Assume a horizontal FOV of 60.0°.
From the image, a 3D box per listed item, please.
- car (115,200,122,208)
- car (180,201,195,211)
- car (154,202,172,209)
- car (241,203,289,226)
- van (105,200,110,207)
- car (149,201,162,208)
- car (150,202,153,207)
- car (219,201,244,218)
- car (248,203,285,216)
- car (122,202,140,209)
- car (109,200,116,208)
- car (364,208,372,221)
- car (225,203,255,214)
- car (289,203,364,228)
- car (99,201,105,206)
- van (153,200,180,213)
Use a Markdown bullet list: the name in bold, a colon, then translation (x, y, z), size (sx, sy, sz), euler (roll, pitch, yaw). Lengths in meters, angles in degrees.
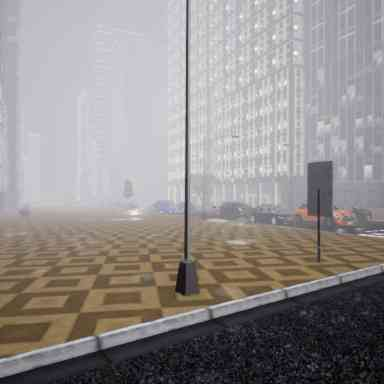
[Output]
- **car**: translation (-13.324, 2.602, 66.309), size (1.752, 1.417, 4.829), euler (-1, -1, -26)
- **car**: translation (-1.123, 2.308, 54.194), size (1.837, 1.490, 4.892), euler (0, -1, -24)
- **car**: translation (-5.602, 2.593, 63.416), size (1.895, 1.301, 4.718), euler (0, -1, -26)
- **car**: translation (6.129, 1.813, 25.924), size (2.008, 1.369, 4.403), euler (-1, -1, -26)
- **van**: translation (-18.282, 2.635, 76.597), size (1.690, 1.788, 3.998), euler (-1, -1, -26)
- **car**: translation (-8.287, 2.809, 75.164), size (1.802, 1.307, 4.206), euler (-1, -1, -26)
- **car**: translation (-4.850, 2.307, 54.898), size (1.882, 1.535, 5.008), euler (0, -2, -25)
- **car**: translation (4.698, 1.782, 34.895), size (2.097, 1.767, 4.553), euler (0, -1, -26)
- **car**: translation (8.798, 2.068, 39.695), size (1.947, 1.339, 4.313), euler (-1, -1, -26)
- **car**: translation (-10.956, 2.525, 61.394), size (2.008, 1.369, 4.403), euler (-1, -1, -26)
- **car**: translation (-15.838, 2.731, 71.529), size (1.887, 1.381, 4.507), euler (-1, -1, -26)
- **car**: translation (13.679, 1.854, 29.561), size (2.008, 1.369, 4.403), euler (-1, -1, -26)
- **car**: translation (6.357, 2.168, 44.762), size (1.947, 1.339, 4.313), euler (-1, -1, -26)
- **car**: translation (9.697, 1.576, 24.458), size (2.097, 1.767, 4.553), euler (0, -1, -25)
- **car**: translation (-23.159, 3.053, 86.729), size (1.887, 1.381, 4.507), euler (-1, -1, -26)
- **van**: translation (-3.638, 2.005, 46.196), size (1.690, 1.788, 3.998), euler (-1, -1, -26)
